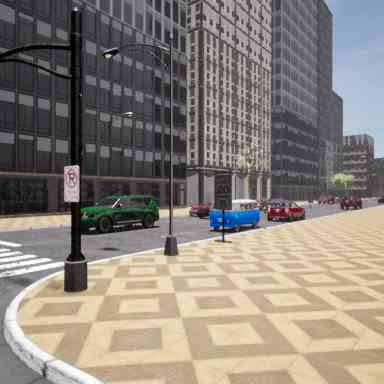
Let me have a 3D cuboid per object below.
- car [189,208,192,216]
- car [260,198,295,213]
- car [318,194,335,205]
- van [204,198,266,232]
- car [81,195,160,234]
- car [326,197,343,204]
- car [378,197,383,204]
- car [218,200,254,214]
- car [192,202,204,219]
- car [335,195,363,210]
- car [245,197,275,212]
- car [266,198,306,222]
[{"bbox_3d":[1.452,1.603,31.663,1.802,1.307,4.206,0,0,38],"label":"car"},{"bbox_3d":[10.021,1.525,38.669,2.128,1.511,4.902,0,0,38],"label":"car"},{"bbox_3d":[25.291,1.380,62.463,2.192,1.841,5.009,0,0,38],"label":"car"},{"bbox_3d":[2.704,1.368,20.224,1.690,1.788,3.998,0,0,38],"label":"van"},{"bbox_3d":[-4.400,1.238,20.035,2.150,2.045,5.566,0,0,39],"label":"car"},{"bbox_3d":[28.696,1.624,66.862,2.008,1.369,4.403,0,0,38],"label":"car"},{"bbox_3d":[38.332,1.658,66.437,1.947,1.339,4.313,0,0,38],"label":"car"},{"bbox_3d":[4.858,1.570,36.064,1.887,1.381,4.507,0,0,38],"label":"car"},{"bbox_3d":[2.395,1.625,28.845,1.895,1.301,4.718,0,0,38],"label":"car"},{"bbox_3d":[21.305,1.368,44.439,2.192,1.841,5.009,0,0,38],"label":"car"},{"bbox_3d":[8.263,1.471,40.463,1.967,1.590,4.097,0,0,38],"label":"car"},{"bbox_3d":[7.684,1.472,26.839,1.967,1.590,4.097,0,0,38],"label":"car"}]
